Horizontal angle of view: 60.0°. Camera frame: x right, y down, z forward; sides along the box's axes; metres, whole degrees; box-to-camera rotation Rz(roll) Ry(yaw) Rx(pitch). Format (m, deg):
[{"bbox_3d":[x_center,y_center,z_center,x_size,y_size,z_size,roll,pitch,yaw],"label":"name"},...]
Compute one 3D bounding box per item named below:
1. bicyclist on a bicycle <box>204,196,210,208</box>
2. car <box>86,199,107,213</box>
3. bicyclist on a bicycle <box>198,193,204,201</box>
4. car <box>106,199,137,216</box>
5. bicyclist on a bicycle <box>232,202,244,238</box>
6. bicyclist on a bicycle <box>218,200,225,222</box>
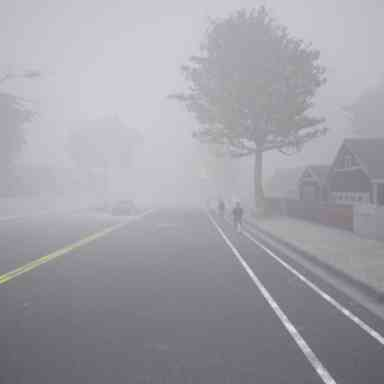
[{"bbox_3d":[2.251,1.405,45.163,0.582,1.620,1.656,0,0,0],"label":"bicyclist on a bicycle"},{"bbox_3d":[-9.845,1.488,35.775,1.812,1.442,4.674,0,0,0],"label":"car"},{"bbox_3d":[2.252,1.357,69.285,0.866,1.612,1.509,0,0,0],"label":"bicyclist on a bicycle"},{"bbox_3d":[-6.599,1.471,32.403,1.837,1.490,4.892,0,0,0],"label":"car"},{"bbox_3d":[2.250,1.354,16.499,0.659,1.776,1.843,0,0,0],"label":"bicyclist on a bicycle"},{"bbox_3d":[2.251,1.427,25.165,0.582,1.620,1.656,0,0,0],"label":"bicyclist on a bicycle"}]
